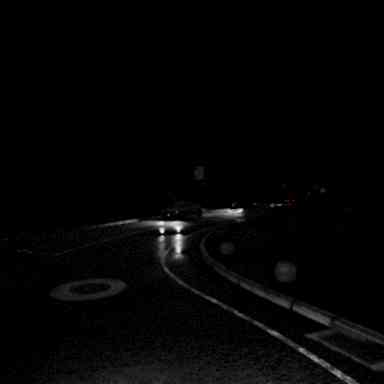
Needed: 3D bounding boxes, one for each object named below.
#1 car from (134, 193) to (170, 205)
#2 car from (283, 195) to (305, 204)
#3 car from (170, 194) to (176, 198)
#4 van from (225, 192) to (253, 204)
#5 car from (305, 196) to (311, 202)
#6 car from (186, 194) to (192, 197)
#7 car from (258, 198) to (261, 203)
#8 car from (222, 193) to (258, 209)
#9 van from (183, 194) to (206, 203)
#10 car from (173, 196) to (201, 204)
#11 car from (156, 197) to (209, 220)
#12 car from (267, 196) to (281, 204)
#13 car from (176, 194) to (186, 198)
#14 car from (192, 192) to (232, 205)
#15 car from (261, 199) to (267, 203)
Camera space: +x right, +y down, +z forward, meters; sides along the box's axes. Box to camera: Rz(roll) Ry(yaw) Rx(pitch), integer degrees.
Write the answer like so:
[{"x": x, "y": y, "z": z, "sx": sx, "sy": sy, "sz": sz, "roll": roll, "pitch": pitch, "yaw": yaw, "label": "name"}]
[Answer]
[{"x": -7.048, "y": 1.175, "z": 55.193, "sx": 5.566, "sy": 2.045, "sz": 2.435, "roll": -1, "pitch": -1, "yaw": 27, "label": "car"}, {"x": 16.105, "y": 1.181, "z": 52.751, "sx": 1.837, "sy": 1.490, "sz": 4.892, "roll": -1, "pitch": -1, "yaw": 27, "label": "car"}, {"x": -5.863, "y": 1.445, "z": 57.583, "sx": 4.892, "sy": 1.521, "sz": 2.231, "roll": -1, "pitch": -1, "yaw": 27, "label": "car"}, {"x": 8.288, "y": 1.098, "z": 58.635, "sx": 4.442, "sy": 1.987, "sz": 1.878, "roll": -1, "pitch": -1, "yaw": 27, "label": "van"}, {"x": 20.903, "y": 1.414, "z": 62.031, "sx": 1.895, "sy": 1.301, "sz": 4.718, "roll": -1, "pitch": 0, "yaw": 27, "label": "car"}, {"x": -2.180, "y": 1.541, "z": 65.255, "sx": 5.366, "sy": 1.575, "sz": 1.946, "roll": -1, "pitch": -1, "yaw": 27, "label": "car"}, {"x": 9.744, "y": 1.243, "z": 61.300, "sx": 4.553, "sy": 1.767, "sz": 2.185, "roll": -1, "pitch": -2, "yaw": 27, "label": "car"}, {"x": 5.861, "y": 1.204, "z": 40.167, "sx": 2.128, "sy": 1.511, "sz": 4.902, "roll": -1, "pitch": 0, "yaw": 27, "label": "car"}, {"x": 0.567, "y": 1.412, "z": 69.982, "sx": 4.442, "sy": 1.987, "sz": 1.878, "roll": -1, "pitch": -2, "yaw": 27, "label": "van"}, {"x": -0.970, "y": 1.586, "z": 67.625, "sx": 5.366, "sy": 1.575, "sz": 1.946, "roll": -1, "pitch": -2, "yaw": 27, "label": "car"}, {"x": -0.686, "y": 1.448, "z": 27.492, "sx": 1.812, "sy": 1.442, "sz": 4.674, "roll": -1, "pitch": 1, "yaw": 29, "label": "car"}, {"x": 15.135, "y": 1.352, "z": 57.954, "sx": 2.033, "sy": 1.411, "sz": 5.357, "roll": -1, "pitch": -1, "yaw": 27, "label": "car"}, {"x": -4.589, "y": 1.214, "z": 60.070, "sx": 5.566, "sy": 2.045, "sz": 2.435, "roll": -1, "pitch": -1, "yaw": 27, "label": "car"}, {"x": 2.877, "y": 1.084, "z": 47.760, "sx": 4.553, "sy": 1.767, "sz": 2.185, "roll": -1, "pitch": -1, "yaw": 27, "label": "car"}, {"x": 11.263, "y": 1.418, "z": 63.798, "sx": 5.366, "sy": 1.575, "sz": 1.946, "roll": -1, "pitch": -2, "yaw": 27, "label": "car"}]
